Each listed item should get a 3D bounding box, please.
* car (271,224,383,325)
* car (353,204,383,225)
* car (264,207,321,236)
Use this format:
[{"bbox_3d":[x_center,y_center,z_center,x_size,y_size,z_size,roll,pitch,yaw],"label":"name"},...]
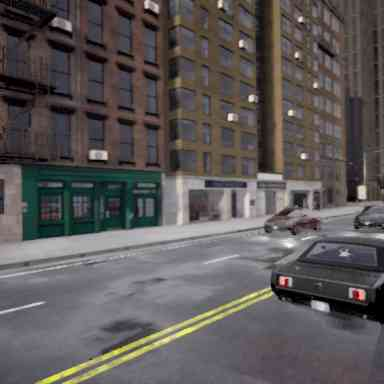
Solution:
[{"bbox_3d":[3.683,1.632,7.230,1.895,1.301,4.718,-1,-1,43],"label":"car"},{"bbox_3d":[11.665,1.566,20.834,1.837,1.490,4.892,-1,-1,43],"label":"car"},{"bbox_3d":[6.038,1.653,19.570,1.812,1.442,4.674,-1,-1,43],"label":"car"}]
